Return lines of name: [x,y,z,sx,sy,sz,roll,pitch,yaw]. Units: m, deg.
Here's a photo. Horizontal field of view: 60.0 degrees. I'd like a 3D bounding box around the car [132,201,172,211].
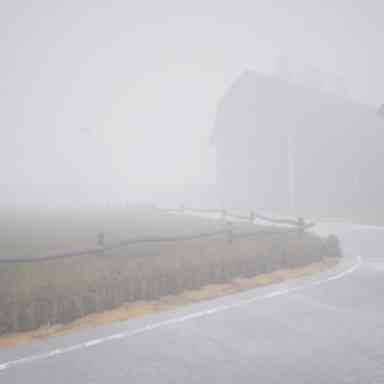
car: [-4.009,1.532,32.243,2.033,1.411,5.357,0,0,-38]
